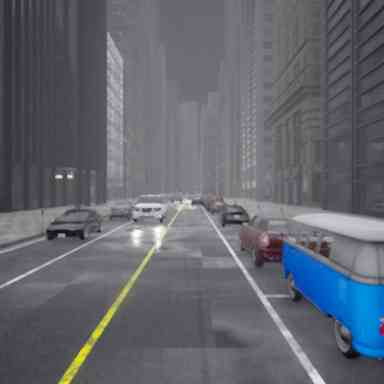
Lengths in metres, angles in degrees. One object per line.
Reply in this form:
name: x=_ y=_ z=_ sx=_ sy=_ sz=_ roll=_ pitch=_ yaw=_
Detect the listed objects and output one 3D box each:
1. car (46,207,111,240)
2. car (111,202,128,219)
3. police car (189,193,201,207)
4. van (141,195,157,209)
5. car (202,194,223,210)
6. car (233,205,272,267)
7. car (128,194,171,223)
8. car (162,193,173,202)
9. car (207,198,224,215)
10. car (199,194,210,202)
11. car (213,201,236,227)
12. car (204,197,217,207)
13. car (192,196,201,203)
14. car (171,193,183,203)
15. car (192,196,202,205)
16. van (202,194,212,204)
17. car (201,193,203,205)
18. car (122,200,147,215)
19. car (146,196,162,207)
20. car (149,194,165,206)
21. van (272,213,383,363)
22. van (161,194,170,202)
car: x=-5.775 y=1.551 z=16.910 sx=1.947 sy=1.339 sz=4.313 roll=0 pitch=0 yaw=0
car: x=-5.783 y=1.529 z=28.129 sx=2.008 sy=1.369 sz=4.403 roll=0 pitch=0 yaw=0
police car: x=0.861 y=1.396 z=51.255 sx=1.930 sy=1.638 sz=5.238 roll=0 pitch=0 yaw=0
van: x=-5.796 y=1.313 z=44.957 sx=1.690 sy=1.788 sz=3.998 roll=0 pitch=0 yaw=0
car: x=2.733 y=1.289 z=39.367 sx=2.192 sy=1.841 sz=5.009 roll=0 pitch=0 yaw=0
car: x=2.755 y=1.429 z=11.321 sx=1.967 sy=1.590 sz=4.097 roll=0 pitch=0 yaw=0
car: x=-3.119 y=1.201 z=25.588 sx=2.150 sy=2.045 sz=5.566 roll=0 pitch=0 yaw=0
car: x=-5.822 y=1.281 z=78.614 sx=2.192 sy=1.841 sz=5.009 roll=0 pitch=0 yaw=0
car: x=2.737 y=1.558 z=33.758 sx=1.802 sy=1.307 sz=4.206 roll=0 pitch=0 yaw=0
car: x=2.708 y=1.281 z=73.022 sx=2.192 sy=1.841 sz=5.009 roll=0 pitch=0 yaw=0
car: x=2.746 y=1.547 z=22.539 sx=1.947 sy=1.339 sz=4.313 roll=0 pitch=0 yaw=0
car: x=2.724 y=1.496 z=50.755 sx=1.752 sy=1.417 sz=4.829 roll=0 pitch=0 yaw=0
car: x=0.849 y=1.493 z=67.145 sx=1.812 sy=1.442 sz=4.674 roll=0 pitch=0 yaw=0
car: x=-3.057 y=1.202 z=66.703 sx=2.150 sy=2.045 sz=5.566 roll=0 pitch=0 yaw=0
car: x=0.853 y=1.494 z=61.145 sx=1.812 sy=1.442 sz=4.674 roll=0 pitch=0 yaw=0
van: x=2.716 y=1.309 z=61.803 sx=1.690 sy=1.788 sz=3.998 roll=0 pitch=0 yaw=0
car: x=2.729 y=1.287 z=44.976 sx=2.192 sy=1.841 sz=5.009 roll=0 pitch=0 yaw=0
car: x=-5.788 y=1.558 z=33.739 sx=1.802 sy=1.307 sz=4.206 roll=0 pitch=0 yaw=0
car: x=-5.801 y=1.411 z=50.567 sx=1.967 sy=1.590 sz=4.097 roll=0 pitch=0 yaw=0
car: x=-5.805 y=1.285 z=56.176 sx=2.192 sy=1.841 sz=5.009 roll=0 pitch=0 yaw=0
van: x=2.759 y=1.335 z=5.712 sx=1.690 sy=1.788 sz=3.998 roll=0 pitch=0 yaw=0
van: x=-5.818 y=1.308 z=73.005 sx=1.690 sy=1.788 sz=3.998 roll=0 pitch=0 yaw=0
